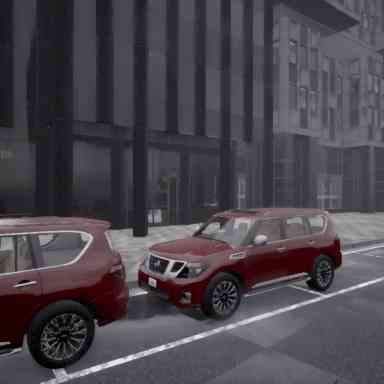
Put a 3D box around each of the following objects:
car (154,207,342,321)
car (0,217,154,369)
[{"bbox_3d":[1.335,1.314,7.473,5.009,1.841,2.192,0,0,-35],"label":"car"},{"bbox_3d":[-3.263,1.315,4.206,5.009,1.841,2.192,0,0,-35],"label":"car"}]
